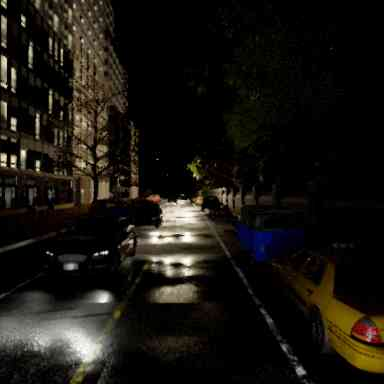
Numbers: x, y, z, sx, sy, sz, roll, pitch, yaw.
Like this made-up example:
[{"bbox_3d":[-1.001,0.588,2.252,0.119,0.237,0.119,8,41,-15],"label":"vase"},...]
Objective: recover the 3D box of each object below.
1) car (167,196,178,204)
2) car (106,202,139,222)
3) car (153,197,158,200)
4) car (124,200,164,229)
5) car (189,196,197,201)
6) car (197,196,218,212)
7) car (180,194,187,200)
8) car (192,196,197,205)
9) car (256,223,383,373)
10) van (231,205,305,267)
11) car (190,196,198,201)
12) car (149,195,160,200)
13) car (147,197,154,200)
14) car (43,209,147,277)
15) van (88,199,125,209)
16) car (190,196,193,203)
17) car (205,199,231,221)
[{"bbox_3d":[-4.048,1.620,68.777,1.837,1.490,4.892,0,0,-2],"label":"car"},{"bbox_3d":[-5.688,1.602,27.719,1.887,1.381,4.507,0,0,-1],"label":"car"},{"bbox_3d":[-6.017,1.668,44.361,1.802,1.307,4.206,0,0,-1],"label":"car"},{"bbox_3d":[-2.995,1.525,22.428,1.882,1.535,5.008,0,0,-1],"label":"car"},{"bbox_3d":[0.218,1.715,94.456,1.947,1.339,4.313,0,0,-2],"label":"car"},{"bbox_3d":[2.133,1.392,39.008,2.192,1.841,5.009,0,0,-1],"label":"car"},{"bbox_3d":[-2.344,1.618,94.420,2.033,1.411,5.357,0,0,-2],"label":"car"},{"bbox_3d":[1.528,1.637,61.360,1.752,1.417,4.829,0,0,-2],"label":"car"},{"bbox_3d":[2.550,1.539,5.905,1.752,1.417,4.829,0,0,0],"label":"car"},{"bbox_3d":[2.520,1.366,11.280,1.690,1.788,3.998,0,0,0],"label":"van"},{"bbox_3d":[0.451,1.725,88.911,1.802,1.307,4.206,0,0,-2],"label":"car"},{"bbox_3d":[-6.316,1.419,55.453,2.192,1.841,5.009,0,0,-2],"label":"car"},{"bbox_3d":[-5.889,1.622,38.813,1.887,1.381,4.507,0,0,-1],"label":"car"},{"bbox_3d":[-2.892,1.515,10.350,2.128,1.511,4.902,0,0,0],"label":"car"},{"bbox_3d":[-5.611,1.388,22.173,1.690,1.788,3.998,0,0,-1],"label":"van"},{"bbox_3d":[0.655,1.587,75.918,1.801,1.575,5.366,0,0,-2],"label":"car"},{"bbox_3d":[2.333,1.583,28.082,1.752,1.417,4.829,0,0,-1],"label":"car"}]
